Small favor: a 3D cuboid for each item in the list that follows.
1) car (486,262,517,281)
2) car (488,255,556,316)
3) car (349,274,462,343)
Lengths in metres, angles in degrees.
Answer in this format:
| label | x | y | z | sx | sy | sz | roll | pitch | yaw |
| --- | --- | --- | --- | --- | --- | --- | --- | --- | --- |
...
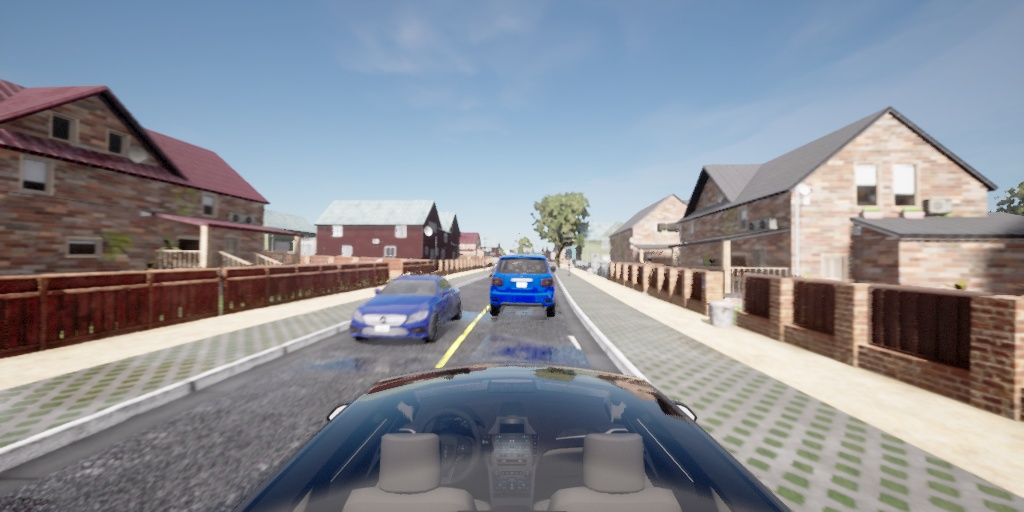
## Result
| label | x | y | z | sx | sy | sz | roll | pitch | yaw |
| --- | --- | --- | --- | --- | --- | --- | --- | --- | --- |
| car | -0.778 | 1.300 | 31.451 | 2.033 | 1.411 | 5.357 | 1 | 0 | 6 |
| car | 0.485 | 0.975 | 13.571 | 2.150 | 2.045 | 5.566 | 0 | 0 | 4 |
| car | -2.561 | 1.247 | 9.749 | 1.812 | 1.442 | 4.674 | 1 | 0 | 3 |
